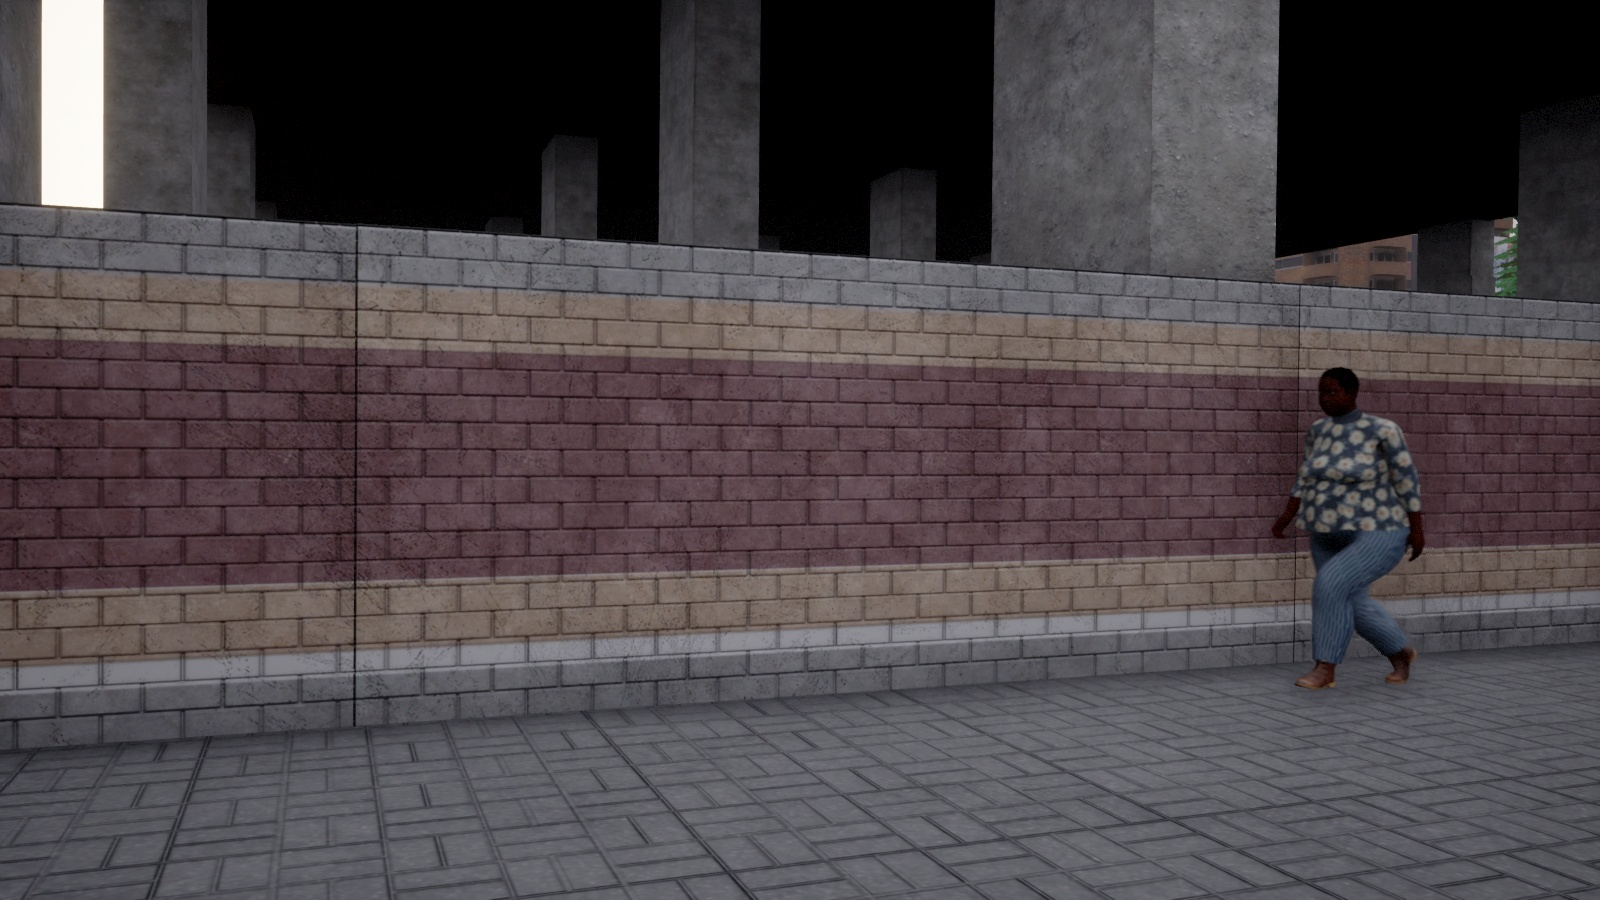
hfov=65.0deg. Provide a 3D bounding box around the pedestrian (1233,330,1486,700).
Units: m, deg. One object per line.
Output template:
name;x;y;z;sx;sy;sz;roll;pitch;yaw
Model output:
pedestrian;3.037;0.317;6.870;0.900;1.855;0.874;-1;1;-21
